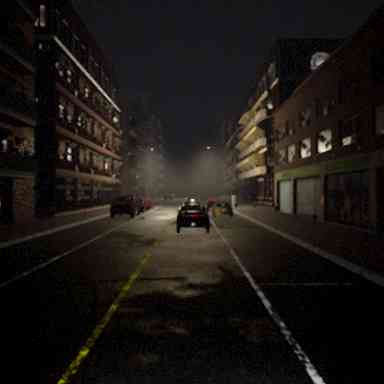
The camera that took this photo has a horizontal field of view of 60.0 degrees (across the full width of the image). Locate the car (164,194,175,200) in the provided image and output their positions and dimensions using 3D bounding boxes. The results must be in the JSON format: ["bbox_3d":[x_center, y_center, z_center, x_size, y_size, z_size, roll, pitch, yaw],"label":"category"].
[{"bbox_3d":[-5.847,1.251,79.955,2.008,1.369,4.403,0,0,0],"label":"car"}]

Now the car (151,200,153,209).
[{"bbox_3d":[-5.768,1.397,40.503,1.887,1.381,4.507,0,0,0],"label":"car"}]

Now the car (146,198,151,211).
[{"bbox_3d":[-5.757,1.313,34.865,1.967,1.590,4.097,0,0,0],"label":"car"}]

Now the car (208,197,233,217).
[{"bbox_3d":[2.634,1.416,29.413,1.752,1.417,4.829,0,0,0],"label":"car"}]

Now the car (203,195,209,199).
[{"bbox_3d":[2.612,1.393,40.515,1.887,1.381,4.507,0,0,0],"label":"car"}]

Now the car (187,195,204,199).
[{"bbox_3d":[0.023,1.404,38.664,2.033,1.411,5.357,0,0,0],"label":"car"}]

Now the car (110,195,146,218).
[{"bbox_3d":[-5.745,1.209,29.229,2.192,1.841,5.009,0,0,0],"label":"car"}]

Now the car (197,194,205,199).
[{"bbox_3d":[2.511,1.218,91.241,1.947,1.339,4.313,0,0,0],"label":"car"}]

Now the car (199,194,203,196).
[{"bbox_3d":[2.567,1.313,63.060,2.008,1.369,4.403,0,0,0],"label":"car"}]

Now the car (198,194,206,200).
[{"bbox_3d":[2.522,1.199,85.774,1.752,1.417,4.829,0,0,0],"label":"car"}]

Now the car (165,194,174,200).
[{"bbox_3d":[-5.859,1.229,85.592,2.008,1.369,4.403,0,0,0],"label":"car"}]

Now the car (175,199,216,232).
[{"bbox_3d":[0.056,1.421,19.461,2.128,1.511,4.902,0,0,0],"label":"car"}]
